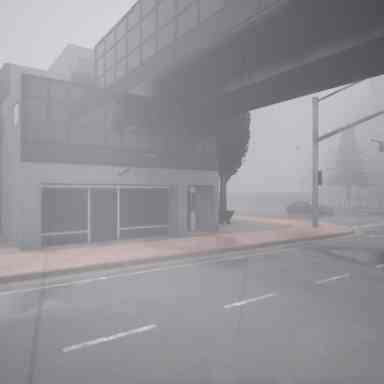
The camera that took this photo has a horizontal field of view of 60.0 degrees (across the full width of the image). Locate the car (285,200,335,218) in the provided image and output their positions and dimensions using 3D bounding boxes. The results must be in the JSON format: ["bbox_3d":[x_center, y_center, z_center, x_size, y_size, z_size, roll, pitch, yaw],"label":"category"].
[{"bbox_3d":[10.844,1.521,30.832,1.812,1.442,4.674,0,0,-36],"label":"car"}]
